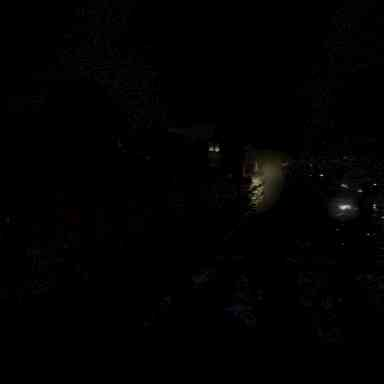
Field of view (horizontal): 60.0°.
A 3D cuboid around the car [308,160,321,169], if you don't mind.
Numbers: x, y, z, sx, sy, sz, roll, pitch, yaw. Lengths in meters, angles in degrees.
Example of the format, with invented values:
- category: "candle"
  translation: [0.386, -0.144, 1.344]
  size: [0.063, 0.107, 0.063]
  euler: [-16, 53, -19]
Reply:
- category: "car"
  translation: [21.550, -4.873, 58.592]
  size: [1.837, 1.490, 4.892]
  euler: [-2, 6, 18]

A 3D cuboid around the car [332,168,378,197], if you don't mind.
- category: "car"
  translation: [8.924, -0.601, 18.521]
  size: [1.812, 1.442, 4.674]
  euler: [-2, 6, 18]
